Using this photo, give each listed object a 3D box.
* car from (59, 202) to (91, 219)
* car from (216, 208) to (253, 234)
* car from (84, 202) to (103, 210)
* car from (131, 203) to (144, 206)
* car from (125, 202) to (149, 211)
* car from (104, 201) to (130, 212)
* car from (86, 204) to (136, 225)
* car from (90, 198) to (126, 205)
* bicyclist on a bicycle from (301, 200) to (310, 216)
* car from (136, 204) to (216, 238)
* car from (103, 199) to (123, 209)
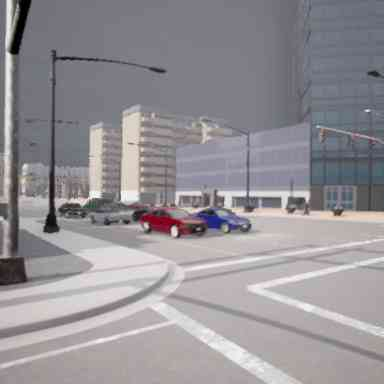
[{"bbox_3d":[-12.615,1.955,35.023,1.837,1.490,4.892,1,-1,-36],"label":"car"},{"bbox_3d":[1.748,1.748,21.146,1.812,1.442,4.674,1,-1,-35],"label":"car"},{"bbox_3d":[-17.934,2.487,60.555,1.895,1.301,4.718,1,-1,-36],"label":"car"},{"bbox_3d":[-3.383,1.886,28.247,1.994,1.385,4.181,1,-1,-36],"label":"car"},{"bbox_3d":[-9.026,2.365,54.238,1.895,1.301,4.718,1,-1,-36],"label":"car"},{"bbox_3d":[-11.846,2.226,52.166,2.128,1.511,4.902,1,-1,-36],"label":"car"},{"bbox_3d":[-6.602,1.903,26.719,1.895,1.301,4.718,1,-1,-36],"label":"car"},{"bbox_3d":[-9.866,1.704,37.198,2.150,2.045,5.566,1,-1,-36],"label":"car"},{"bbox_3d":[11.979,1.716,35.133,1.656,1.620,0.582,0,-1,-36],"label":"bicyclist on a bicycle"},{"bbox_3d":[-1.114,1.669,19.163,1.882,1.535,5.008,1,-1,-36],"label":"car"},{"bbox_3d":[-14.815,2.260,62.209,2.097,1.767,4.553,1,-1,-36],"label":"car"}]
